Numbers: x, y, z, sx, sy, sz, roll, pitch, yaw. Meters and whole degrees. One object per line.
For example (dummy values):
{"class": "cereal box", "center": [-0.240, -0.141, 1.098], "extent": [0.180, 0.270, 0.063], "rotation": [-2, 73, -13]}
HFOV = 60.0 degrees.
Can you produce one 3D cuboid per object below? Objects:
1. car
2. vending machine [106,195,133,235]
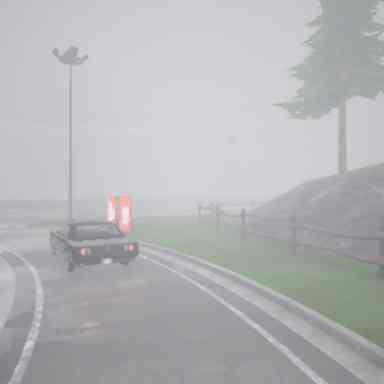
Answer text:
{"class": "car", "center": [-3.456, 1.608, 11.013], "extent": [1.895, 1.301, 4.718], "rotation": [0, 0, -31]}
{"class": "vending machine", "center": [-3.908, 1.208, 17.966], "extent": [0.880, 2.100, 1.100], "rotation": [0, 0, 44]}
